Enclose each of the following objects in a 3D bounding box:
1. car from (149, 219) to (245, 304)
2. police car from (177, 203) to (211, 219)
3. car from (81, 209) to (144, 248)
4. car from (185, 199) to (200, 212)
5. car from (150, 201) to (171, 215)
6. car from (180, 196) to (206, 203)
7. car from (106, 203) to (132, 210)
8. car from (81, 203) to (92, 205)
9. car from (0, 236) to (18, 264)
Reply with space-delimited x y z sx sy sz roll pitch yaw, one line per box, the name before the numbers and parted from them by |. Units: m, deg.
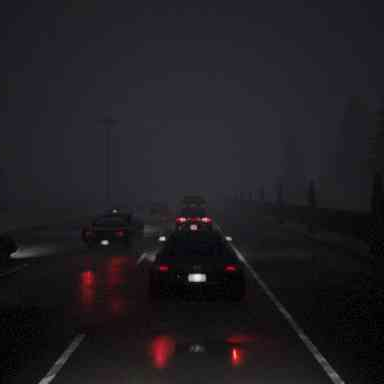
car | 0.095 1.607 8.299 1.994 1.385 4.181 0 0 0
police car | 0.096 1.603 19.194 2.038 1.542 4.974 0 0 0
car | -3.402 1.680 15.229 1.895 1.301 4.718 0 0 0
car | 0.093 1.677 42.715 1.801 1.575 5.366 0 0 0
car | -3.405 1.679 36.326 2.128 1.511 4.902 0 0 0
car | 0.101 1.378 30.166 2.150 2.045 5.566 0 0 -1
car | -6.904 1.728 31.687 1.994 1.385 4.181 0 0 0
car | -14.093 1.776 48.488 1.812 1.442 4.674 0 -1 0
car | -6.897 1.594 8.972 2.033 1.411 5.357 0 0 0
